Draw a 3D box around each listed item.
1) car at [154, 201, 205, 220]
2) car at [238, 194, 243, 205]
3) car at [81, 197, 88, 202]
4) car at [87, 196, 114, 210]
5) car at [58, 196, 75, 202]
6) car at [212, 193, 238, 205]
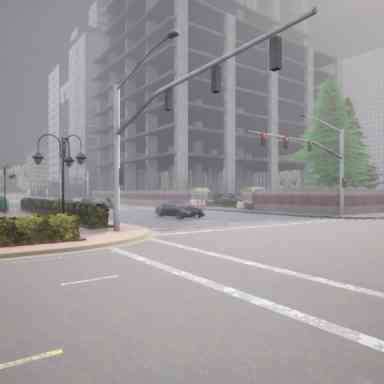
[{"bbox_3d":[-1.174,1.492,27.626,2.033,1.411,5.357,0,0,-36],"label":"car"},{"bbox_3d":[7.382,1.113,55.179,1.905,1.878,3.866,0,0,-36],"label":"car"},{"bbox_3d":[-20.676,1.545,66.696,1.895,1.301,4.718,0,0,-36],"label":"car"},{"bbox_3d":[-10.817,1.450,40.894,1.837,1.490,4.892,0,0,-36],"label":"car"},{"bbox_3d":[-20.666,1.436,54.548,2.128,1.511,4.902,0,0,-36],"label":"car"},{"bbox_3d":[4.993,1.113,53.464,1.905,1.878,3.866,0,0,-36],"label":"car"}]
